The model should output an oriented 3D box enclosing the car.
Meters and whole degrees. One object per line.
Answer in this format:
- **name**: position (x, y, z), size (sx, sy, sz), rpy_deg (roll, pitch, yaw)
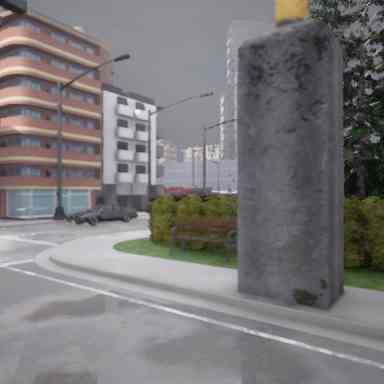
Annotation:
- **car**: position (-6.372, 1.582, 24.280), size (2.033, 1.411, 5.357), rpy_deg (0, 0, 36)
